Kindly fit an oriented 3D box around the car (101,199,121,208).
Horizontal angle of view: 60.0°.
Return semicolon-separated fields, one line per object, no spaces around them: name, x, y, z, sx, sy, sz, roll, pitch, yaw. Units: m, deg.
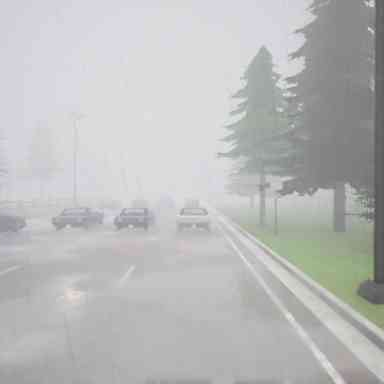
car;-10.490;1.589;43.072;1.895;1.301;4.718;0;0;0

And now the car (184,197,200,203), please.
car;0.034;1.479;44.980;2.128;1.511;4.902;0;0;1

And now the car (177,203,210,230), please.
car;0.099;1.595;20.795;1.895;1.301;4.718;0;0;0

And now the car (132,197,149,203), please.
car;-6.966;1.479;44.982;2.128;1.511;4.902;0;0;1

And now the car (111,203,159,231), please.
car;-3.401;1.595;20.744;1.895;1.301;4.718;0;0;0

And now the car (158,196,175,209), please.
car;-3.465;1.338;45.268;2.097;1.767;4.553;0;0;1

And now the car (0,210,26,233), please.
car;-10.402;1.543;16.587;2.033;1.411;5.357;0;0;0

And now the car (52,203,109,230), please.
car;-6.901;1.595;20.812;1.895;1.301;4.718;0;0;0
